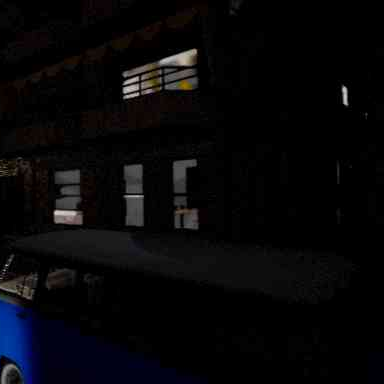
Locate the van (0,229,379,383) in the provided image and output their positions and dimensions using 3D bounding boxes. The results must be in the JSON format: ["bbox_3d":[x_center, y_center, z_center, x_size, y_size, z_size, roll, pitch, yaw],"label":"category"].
[{"bbox_3d":[-0.402,1.339,3.184,3.998,1.788,1.690,0,-1,36],"label":"van"}]
